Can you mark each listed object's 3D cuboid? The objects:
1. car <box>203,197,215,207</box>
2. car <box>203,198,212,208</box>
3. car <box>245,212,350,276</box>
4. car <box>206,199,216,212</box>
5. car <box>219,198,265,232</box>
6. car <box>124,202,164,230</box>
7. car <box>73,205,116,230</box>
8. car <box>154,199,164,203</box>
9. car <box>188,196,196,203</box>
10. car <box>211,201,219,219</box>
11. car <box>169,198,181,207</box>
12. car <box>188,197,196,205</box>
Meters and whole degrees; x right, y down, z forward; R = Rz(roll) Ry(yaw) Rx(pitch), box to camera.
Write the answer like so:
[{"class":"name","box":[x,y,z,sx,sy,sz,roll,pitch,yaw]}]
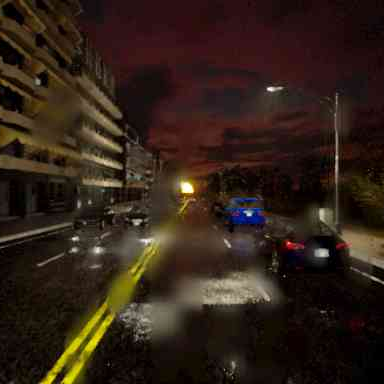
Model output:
[{"class":"car","box":[3.282,1.916,65.622,2.097,1.767,4.553,0,-1,0]},{"class":"car","box":[3.276,1.992,54.651,1.812,1.442,4.674,0,-1,0]},{"class":"car","box":[3.255,1.593,10.681,2.163,1.488,4.792,0,0,0]},{"class":"car","box":[3.271,1.934,43.650,1.994,1.385,4.181,0,0,0]},{"class":"car","box":[3.261,1.403,21.683,2.150,2.045,5.566,0,0,0]},{"class":"car","box":[-3.337,1.682,22.543,2.128,1.511,4.902,0,-1,0]},{"class":"car","box":[-6.587,1.699,22.892,1.837,1.490,4.892,0,-1,0]},{"class":"car","box":[-6.475,2.065,64.914,2.128,1.511,4.902,0,0,0]},{"class":"car","box":[0.045,2.127,92.000,2.097,1.767,4.553,0,-1,0]},{"class":"car","box":[3.248,1.841,32.735,1.994,1.385,4.181,0,0,-1]},{"class":"car","box":[-3.229,1.909,64.973,2.097,1.767,4.553,0,-1,0]},{"class":"car","box":[0.037,2.207,75.785,1.895,1.301,4.718,0,-1,0]}]
